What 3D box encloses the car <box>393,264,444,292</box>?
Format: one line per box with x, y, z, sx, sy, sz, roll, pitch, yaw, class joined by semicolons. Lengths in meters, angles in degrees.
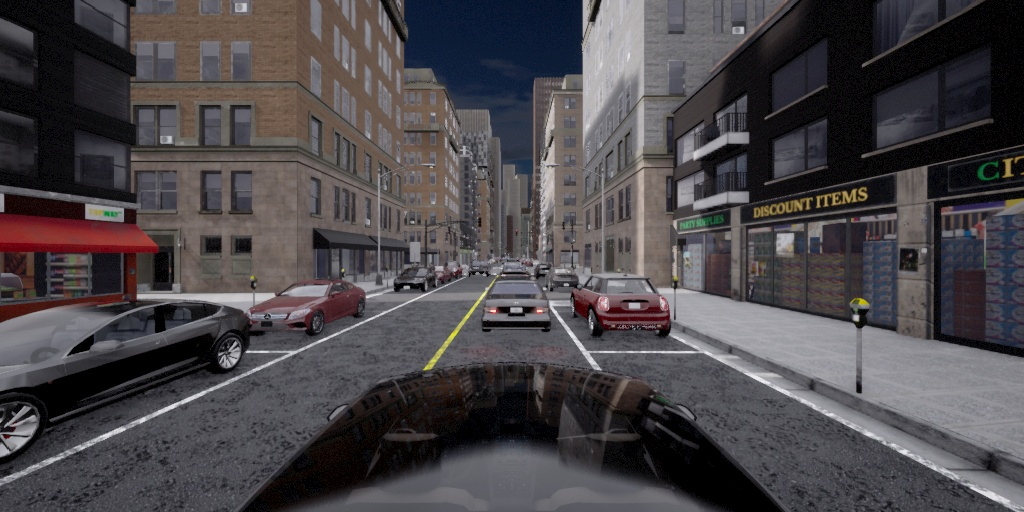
-5.618;1.316;21.363;1.948;1.339;4.313;0;0;0;car

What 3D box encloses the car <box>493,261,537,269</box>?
0.149;1.242;21.334;2.128;1.511;4.902;0;0;0;car

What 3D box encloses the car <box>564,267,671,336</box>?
2.878;1.189;10.337;1.967;1.591;4.097;0;0;0;car

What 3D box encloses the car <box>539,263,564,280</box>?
2.907;1.301;21.340;2.007;1.370;4.403;0;0;0;car

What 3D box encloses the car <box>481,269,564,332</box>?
0.119;1.297;10.811;2.033;1.411;5.357;0;0;0;car

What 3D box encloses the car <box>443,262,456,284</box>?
-5.604;1.333;26.864;1.802;1.307;4.207;0;0;0;car

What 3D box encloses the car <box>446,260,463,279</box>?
-5.588;1.192;32.366;1.967;1.591;4.097;0;0;0;car

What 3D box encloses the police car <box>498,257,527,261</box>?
0.076;1.177;31.353;1.930;1.638;5.238;0;0;0;police car

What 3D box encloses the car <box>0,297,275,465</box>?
-5.663;1.315;4.859;1.948;1.339;4.313;0;0;0;car

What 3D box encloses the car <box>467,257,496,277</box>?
-2.918;1.099;33.132;2.033;1.411;5.357;0;0;0;car

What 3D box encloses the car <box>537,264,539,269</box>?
2.937;1.318;32.342;1.948;1.339;4.313;0;0;0;car

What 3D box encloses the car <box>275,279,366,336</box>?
-5.648;1.331;10.361;1.802;1.307;4.207;0;0;0;car
